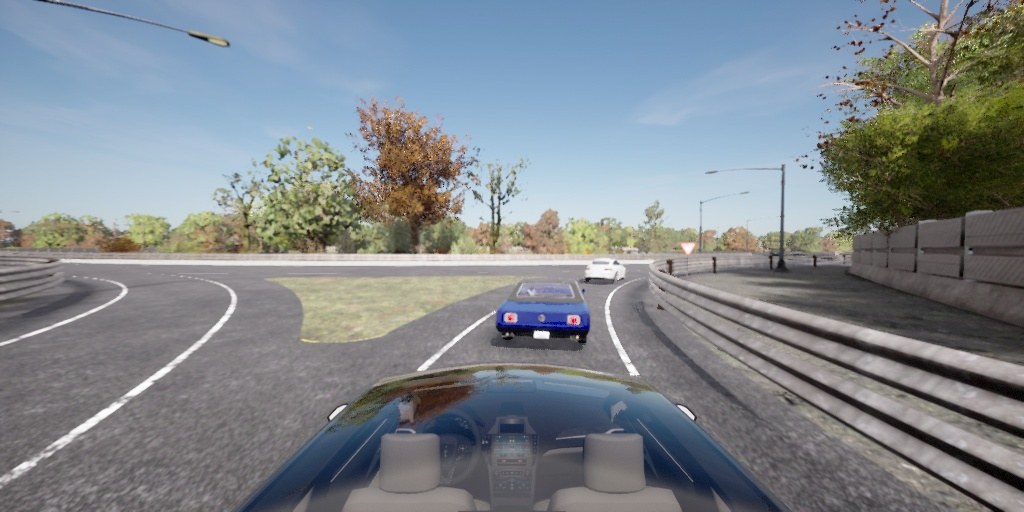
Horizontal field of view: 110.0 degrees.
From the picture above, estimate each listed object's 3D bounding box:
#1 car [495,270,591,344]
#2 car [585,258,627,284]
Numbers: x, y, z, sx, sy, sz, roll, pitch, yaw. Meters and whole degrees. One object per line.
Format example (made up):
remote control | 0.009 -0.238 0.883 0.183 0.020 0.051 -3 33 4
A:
car | 0.922 1.197 9.136 1.895 1.301 4.718 0 1 9
car | 5.914 0.862 22.541 1.812 1.442 4.674 1 1 28
